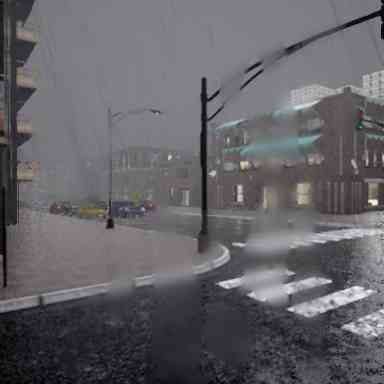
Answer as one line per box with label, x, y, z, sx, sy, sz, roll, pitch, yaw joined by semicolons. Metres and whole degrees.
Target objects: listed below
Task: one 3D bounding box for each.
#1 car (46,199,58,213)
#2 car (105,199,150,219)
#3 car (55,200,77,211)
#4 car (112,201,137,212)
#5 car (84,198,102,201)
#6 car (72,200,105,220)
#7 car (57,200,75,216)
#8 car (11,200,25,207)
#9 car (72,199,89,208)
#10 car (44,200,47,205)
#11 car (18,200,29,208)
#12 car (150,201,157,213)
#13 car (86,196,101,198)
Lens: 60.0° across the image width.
car;-16.165;1.854;41.117;1.967;1.590;4.097;-1;0;-36
car;-6.210;1.592;31.625;2.097;1.767;4.553;0;0;-35
car;-18.693;1.979;49.261;1.882;1.535;5.008;0;-1;-35
car;-9.339;1.961;45.955;1.802;1.307;4.206;-1;0;-36
car;-13.639;1.939;47.440;1.837;1.490;4.892;0;-1;-35
car;-9.541;1.801;31.686;1.752;1.417;4.829;-1;0;-36
car;-12.895;1.897;36.476;2.008;1.369;4.403;-1;0;-36
car;-35.967;2.380;68.832;2.008;1.369;4.403;-1;0;-36
car;-21.483;2.164;63.770;1.812;1.442;4.674;0;-1;-36
car;-35.826;2.461;83.057;1.752;1.417;4.829;-1;0;-36
car;-32.668;2.304;64.211;1.887;1.381;4.507;-1;0;-36
car;-6.027;1.750;41.348;1.967;1.590;4.097;-1;0;-36
car;-17.471;1.782;58.076;2.150;2.045;5.566;0;-1;-36
